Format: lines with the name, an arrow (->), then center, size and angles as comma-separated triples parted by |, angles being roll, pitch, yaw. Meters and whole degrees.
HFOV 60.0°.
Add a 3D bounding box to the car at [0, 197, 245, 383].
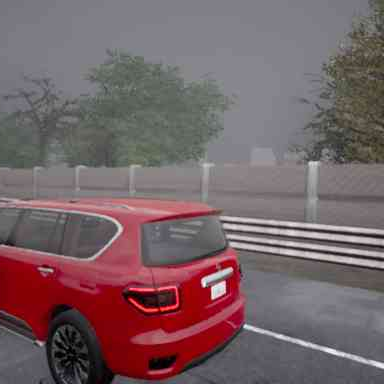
car -> -1.914, 1.079, 5.167 | 5.566, 2.045, 2.150 | 2, 1, 35
